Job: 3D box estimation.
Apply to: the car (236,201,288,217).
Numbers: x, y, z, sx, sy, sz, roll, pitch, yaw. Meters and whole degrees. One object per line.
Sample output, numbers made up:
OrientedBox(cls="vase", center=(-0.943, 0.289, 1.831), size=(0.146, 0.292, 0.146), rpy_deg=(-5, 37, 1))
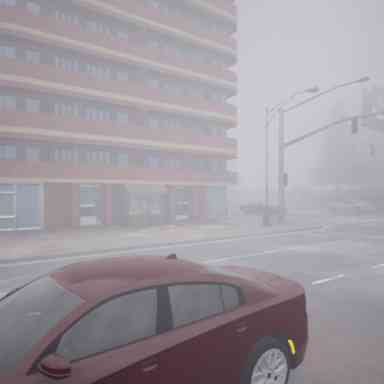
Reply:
OrientedBox(cls="car", center=(6.844, 1.610, 32.043), size=(1.895, 1.301, 4.718), rpy_deg=(0, 0, -36))

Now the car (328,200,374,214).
OrientedBox(cls="car", center=(17.089, 1.539, 35.975), size=(1.812, 1.442, 4.674), rpy_deg=(0, 0, -36))

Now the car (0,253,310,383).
OrientedBox(cls="car", center=(-0.905, 1.478, 3.347), size=(5.008, 1.535, 1.882), rpy_deg=(0, 0, -36))

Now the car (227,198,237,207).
OrientedBox(cls="car", center=(5.382, 1.614, 52.217), size=(1.895, 1.301, 4.718), rpy_deg=(0, 0, -36))
